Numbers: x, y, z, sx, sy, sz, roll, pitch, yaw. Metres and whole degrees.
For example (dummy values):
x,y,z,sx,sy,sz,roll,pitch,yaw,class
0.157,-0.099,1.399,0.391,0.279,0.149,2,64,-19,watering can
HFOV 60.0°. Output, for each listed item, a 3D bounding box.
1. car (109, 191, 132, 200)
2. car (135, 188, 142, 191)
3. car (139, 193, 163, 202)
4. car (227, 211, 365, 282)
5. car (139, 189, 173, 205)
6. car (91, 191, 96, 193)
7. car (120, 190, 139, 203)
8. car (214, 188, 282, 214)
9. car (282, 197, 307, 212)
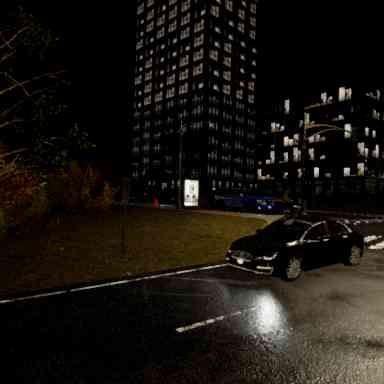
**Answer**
x,y,z,sx,sy,sz,roll,pitch,yaw,class
-13.632,0.645,63.405,2.128,1.511,4.902,3,-1,-43,car
-8.129,0.475,52.600,2.150,2.045,5.566,3,-1,-42,car
-6.880,0.901,55.991,1.994,1.385,4.181,3,-1,-41,car
3.204,1.516,9.843,4.892,1.490,1.837,0,1,-35,car
-4.416,0.782,43.097,1.882,1.535,5.008,3,-1,-41,car
-15.021,0.326,55.301,1.895,1.301,4.718,3,-1,-42,car
-9.468,0.716,43.979,1.895,1.301,4.718,3,-1,-41,car
4.247,0.720,27.676,2.150,2.045,5.566,3,0,-39,car
7.534,1.135,28.756,2.128,1.511,4.902,3,0,-39,car
